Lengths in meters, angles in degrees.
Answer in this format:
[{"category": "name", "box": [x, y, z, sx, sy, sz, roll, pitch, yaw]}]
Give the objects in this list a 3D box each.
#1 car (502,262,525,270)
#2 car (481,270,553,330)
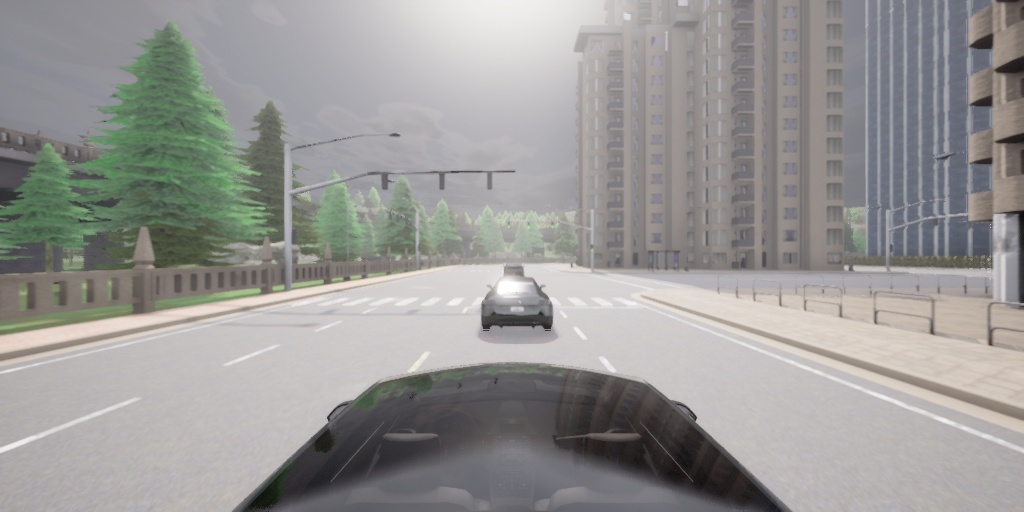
[{"category": "car", "box": [0.159, 1.295, 33.918, 1.837, 1.490, 4.892, 0, 0, 0]}, {"category": "car", "box": [0.133, 1.318, 11.118, 1.994, 1.385, 4.181, 0, 0, 0]}]
